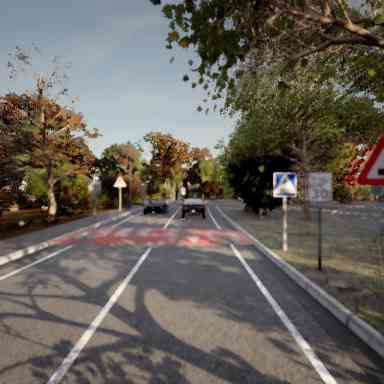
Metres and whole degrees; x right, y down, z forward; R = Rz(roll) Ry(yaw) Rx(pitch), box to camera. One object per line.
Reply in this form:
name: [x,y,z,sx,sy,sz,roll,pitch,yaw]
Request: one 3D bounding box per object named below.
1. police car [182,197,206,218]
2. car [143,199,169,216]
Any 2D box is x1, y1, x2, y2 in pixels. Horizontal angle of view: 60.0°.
police car: [0.136,1.223,28.209,1.930,1.638,5.238,0,1,1]
car: [-3.243,1.366,30.320,1.895,1.301,4.718,0,1,1]
